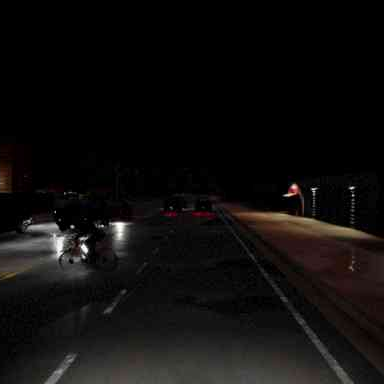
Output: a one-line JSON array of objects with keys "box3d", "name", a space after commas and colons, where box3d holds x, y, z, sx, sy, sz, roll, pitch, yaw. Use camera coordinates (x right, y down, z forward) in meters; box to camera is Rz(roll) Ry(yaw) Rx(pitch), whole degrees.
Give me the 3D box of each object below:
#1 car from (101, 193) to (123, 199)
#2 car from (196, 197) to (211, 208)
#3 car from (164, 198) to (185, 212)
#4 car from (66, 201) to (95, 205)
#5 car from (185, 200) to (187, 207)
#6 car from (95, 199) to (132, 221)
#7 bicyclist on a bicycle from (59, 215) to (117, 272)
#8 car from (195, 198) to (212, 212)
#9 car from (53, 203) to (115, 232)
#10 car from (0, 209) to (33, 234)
[{"box3d": [-22.000, 1.153, 92.690, 4.605, 1.855, 1.932, 0, 0, 2], "name": "car"}, {"box3d": [1.652, 1.547, 48.795, 2.033, 1.411, 5.357, 0, 0, 1], "name": "car"}, {"box3d": [-2.188, 1.504, 39.214, 1.837, 1.490, 4.892, 0, 0, 2], "name": "car"}, {"box3d": [-9.651, 1.601, 27.490, 1.895, 1.301, 4.718, 0, 0, 2], "name": "car"}, {"box3d": [-1.872, 1.547, 49.603, 2.033, 1.411, 5.357, 0, 0, 2], "name": "car"}, {"box3d": [-6.152, 1.529, 27.406, 1.812, 1.442, 4.674, 0, 0, 2], "name": "car"}, {"box3d": [-2.915, 1.454, 9.290, 1.656, 1.620, 0.582, -2, 0, 2], "name": "bicyclist on a bicycle"}, {"box3d": [1.307, 1.491, 38.357, 2.128, 1.511, 4.902, 0, 0, 2], "name": "car"}, {"box3d": [-6.473, 1.601, 20.393, 1.895, 1.301, 4.718, 0, 0, 2], "name": "car"}, {"box3d": [-10.101, 1.547, 16.729, 2.033, 1.411, 5.357, 0, 0, 2], "name": "car"}]
